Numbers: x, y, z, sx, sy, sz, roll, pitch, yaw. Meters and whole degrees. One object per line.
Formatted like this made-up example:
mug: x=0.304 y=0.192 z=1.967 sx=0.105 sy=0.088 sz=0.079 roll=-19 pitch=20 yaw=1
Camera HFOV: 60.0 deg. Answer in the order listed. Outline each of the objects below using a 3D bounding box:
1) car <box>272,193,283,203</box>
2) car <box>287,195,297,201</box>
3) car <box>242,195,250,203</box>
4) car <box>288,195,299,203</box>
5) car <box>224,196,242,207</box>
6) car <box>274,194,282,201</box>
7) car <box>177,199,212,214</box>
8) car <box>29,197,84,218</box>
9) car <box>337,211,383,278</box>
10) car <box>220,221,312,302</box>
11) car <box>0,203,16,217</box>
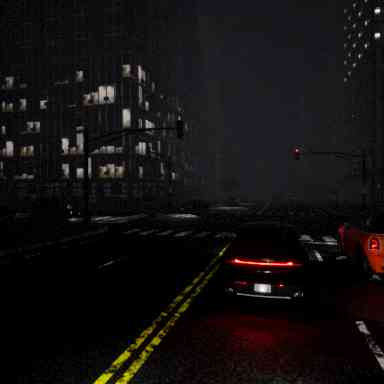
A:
car: x=18.070 y=1.163 z=70.244 sx=2.150 sy=2.045 sz=5.566 roll=0 pitch=0 yaw=15
car: x=23.842 y=1.471 z=79.470 sx=2.033 sy=1.411 sz=5.357 roll=0 pitch=0 yaw=15
car: x=10.601 y=1.459 z=67.429 sx=1.837 sy=1.490 sz=4.892 roll=0 pitch=0 yaw=15
car: x=21.130 y=1.470 z=69.077 sx=2.128 sy=1.511 sz=4.902 roll=0 pitch=0 yaw=15
car: x=5.954 y=1.497 z=49.961 sx=1.812 sy=1.442 sz=4.674 roll=0 pitch=0 yaw=15
car: x=20.697 y=1.242 z=80.294 sx=1.882 sy=1.535 sz=5.008 roll=0 pitch=0 yaw=15
car: x=0.323 y=1.429 z=33.487 sx=1.812 sy=1.442 sz=4.674 roll=0 pitch=-1 yaw=32
car: x=-11.672 y=1.218 z=28.713 sx=4.553 sy=1.767 sz=2.097 roll=1 pitch=1 yaw=17
car: x=5.776 y=1.348 z=9.982 sx=2.097 sy=1.767 sz=4.553 roll=0 pitch=0 yaw=15
car: x=1.898 y=1.502 z=8.396 sx=1.837 sy=1.490 sz=4.892 roll=0 pitch=0 yaw=15
car: x=-16.639 y=1.435 z=27.339 sx=4.313 sy=1.339 sz=1.947 roll=1 pitch=1 yaw=16
